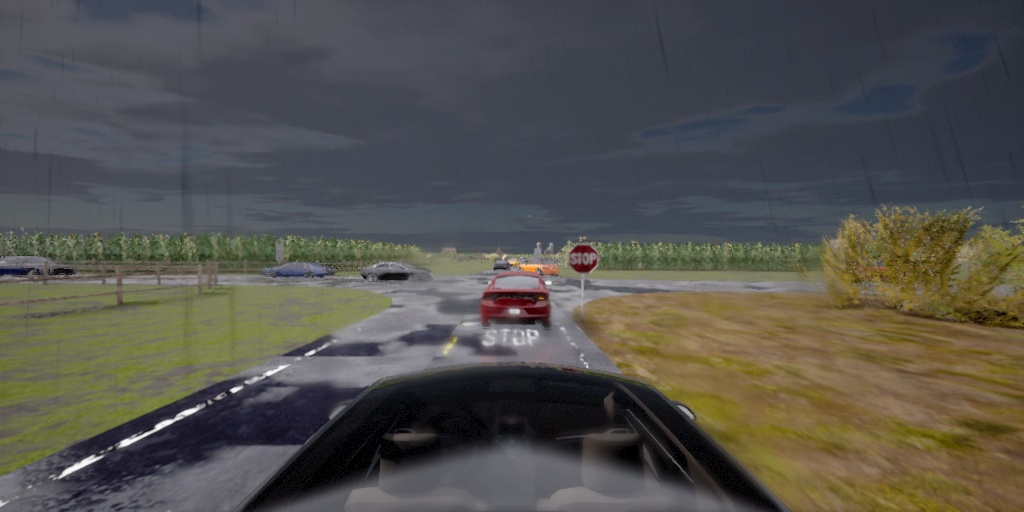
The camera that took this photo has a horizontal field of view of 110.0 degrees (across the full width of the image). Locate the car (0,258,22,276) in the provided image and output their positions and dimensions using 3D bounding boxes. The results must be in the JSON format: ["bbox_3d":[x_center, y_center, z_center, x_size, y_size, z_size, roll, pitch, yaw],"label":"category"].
[{"bbox_3d":[-45.258,0.921,30.570,4.674,1.442,1.812,0,0,3],"label":"car"}]

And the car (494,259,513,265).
[{"bbox_3d":[-1.290,1.243,48.053,2.033,1.411,5.357,0,0,6],"label":"car"}]

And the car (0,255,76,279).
[{"bbox_3d":[-35.130,0.820,26.372,4.553,1.767,2.097,0,0,3],"label":"car"}]

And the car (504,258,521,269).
[{"bbox_3d":[0.136,1.167,58.027,1.882,1.535,5.008,0,0,10],"label":"car"}]

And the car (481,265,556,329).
[{"bbox_3d":[0.235,1.213,11.278,1.882,1.535,5.008,0,0,4],"label":"car"}]

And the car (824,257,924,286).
[{"bbox_3d":[26.223,1.111,26.035,5.566,2.045,2.150,0,0,6],"label":"car"}]

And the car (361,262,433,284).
[{"bbox_3d":[-8.002,1.156,25.067,4.902,1.511,2.128,0,0,3],"label":"car"}]

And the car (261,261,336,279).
[{"bbox_3d":[-17.352,1.150,29.291,5.357,1.411,2.033,0,0,3],"label":"car"}]

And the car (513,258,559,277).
[{"bbox_3d":[2.416,1.065,34.329,2.097,1.767,4.553,1,0,-33],"label":"car"}]
